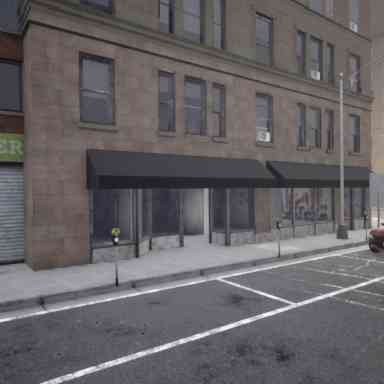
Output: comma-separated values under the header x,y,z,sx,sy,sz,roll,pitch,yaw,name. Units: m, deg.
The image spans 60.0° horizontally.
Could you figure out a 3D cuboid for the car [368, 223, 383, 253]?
x,y,z,sx,sy,sz,roll,pitch,yaw,name
8.419,1.542,12.596,4.507,1.381,1.887,0,-1,-36,car
